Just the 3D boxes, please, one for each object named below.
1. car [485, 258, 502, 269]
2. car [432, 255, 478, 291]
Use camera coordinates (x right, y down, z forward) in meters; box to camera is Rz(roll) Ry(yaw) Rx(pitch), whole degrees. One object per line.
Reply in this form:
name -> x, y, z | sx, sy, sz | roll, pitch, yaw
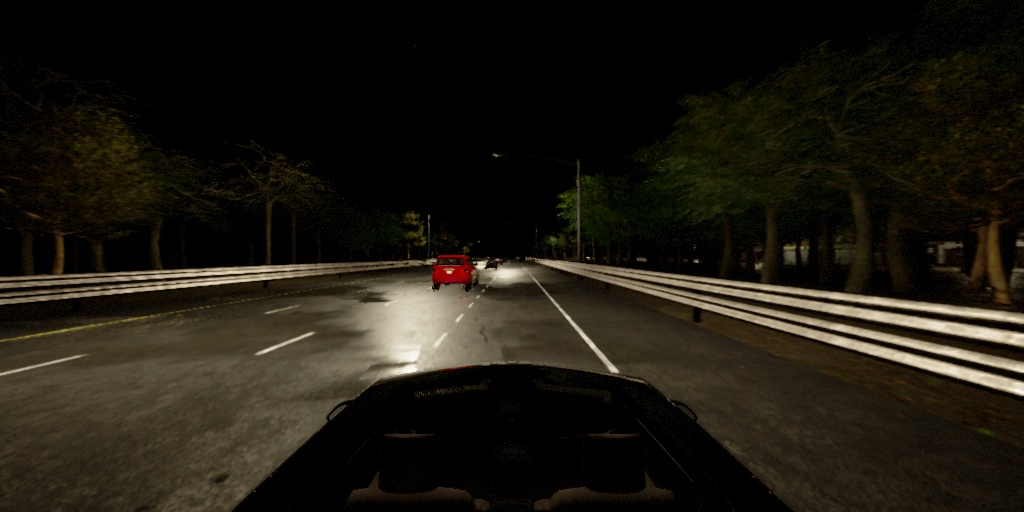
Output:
car -> -3.161, 1.314, 56.154 | 2.033, 1.411, 5.357 | 0, 0, 0
car -> -3.386, 0.985, 22.114 | 2.150, 2.045, 5.566 | 0, 0, 0
